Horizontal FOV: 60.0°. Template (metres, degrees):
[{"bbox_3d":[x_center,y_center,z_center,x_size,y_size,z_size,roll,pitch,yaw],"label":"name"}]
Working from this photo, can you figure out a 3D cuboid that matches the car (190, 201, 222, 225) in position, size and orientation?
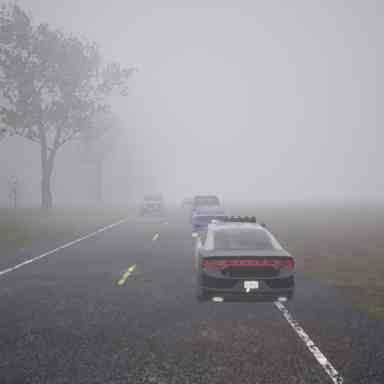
[{"bbox_3d":[0.981,1.483,18.327,1.882,1.535,5.008,0,0,0],"label":"car"}]

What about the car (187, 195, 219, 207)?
[{"bbox_3d":[0.933,1.233,24.364,2.150,2.045,5.566,0,0,-1],"label":"car"}]

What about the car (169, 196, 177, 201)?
[{"bbox_3d":[-4.833,1.654,85.180,1.994,1.385,4.181,0,0,-2],"label":"car"}]

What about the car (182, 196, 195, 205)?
[{"bbox_3d":[-0.638,1.537,58.885,2.128,1.511,4.902,0,0,-1],"label":"car"}]

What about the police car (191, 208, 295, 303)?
[{"bbox_3d":[1.034,1.426,8.427,1.930,1.638,5.238,0,0,0],"label":"police car"}]

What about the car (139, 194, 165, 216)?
[{"bbox_3d":[-3.810,1.237,32.690,2.150,2.045,5.566,0,0,-1],"label":"car"}]

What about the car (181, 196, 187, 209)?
[{"bbox_3d":[-0.367,1.382,45.836,2.097,1.767,4.553,0,0,0],"label":"car"}]
